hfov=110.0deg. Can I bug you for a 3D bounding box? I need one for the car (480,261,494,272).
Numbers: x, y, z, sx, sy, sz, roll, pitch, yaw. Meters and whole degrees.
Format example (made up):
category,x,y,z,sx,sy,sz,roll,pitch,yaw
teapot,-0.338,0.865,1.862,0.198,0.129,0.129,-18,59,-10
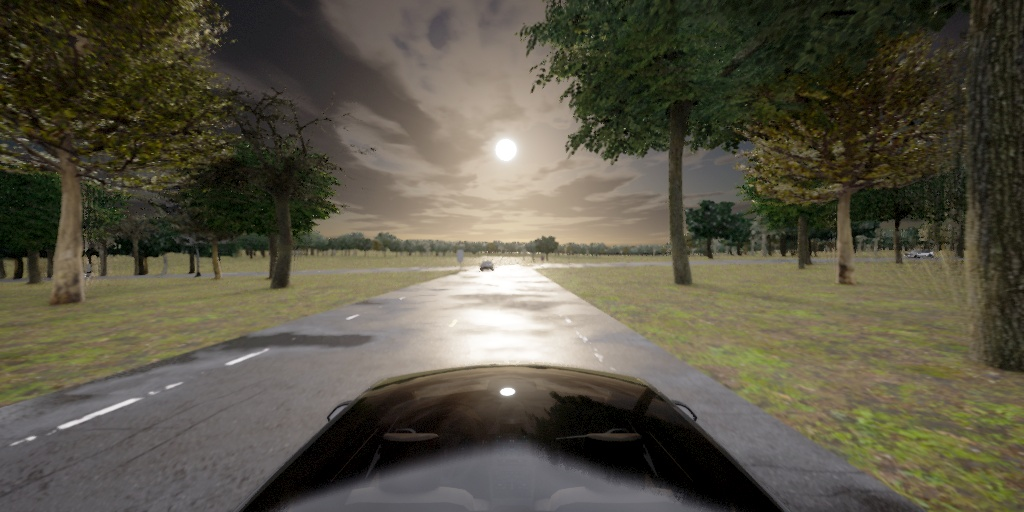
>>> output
category,x,y,z,sx,sy,sz,roll,pitch,yaw
car,-3.565,1.437,51.411,1.837,1.490,4.892,0,-1,0
